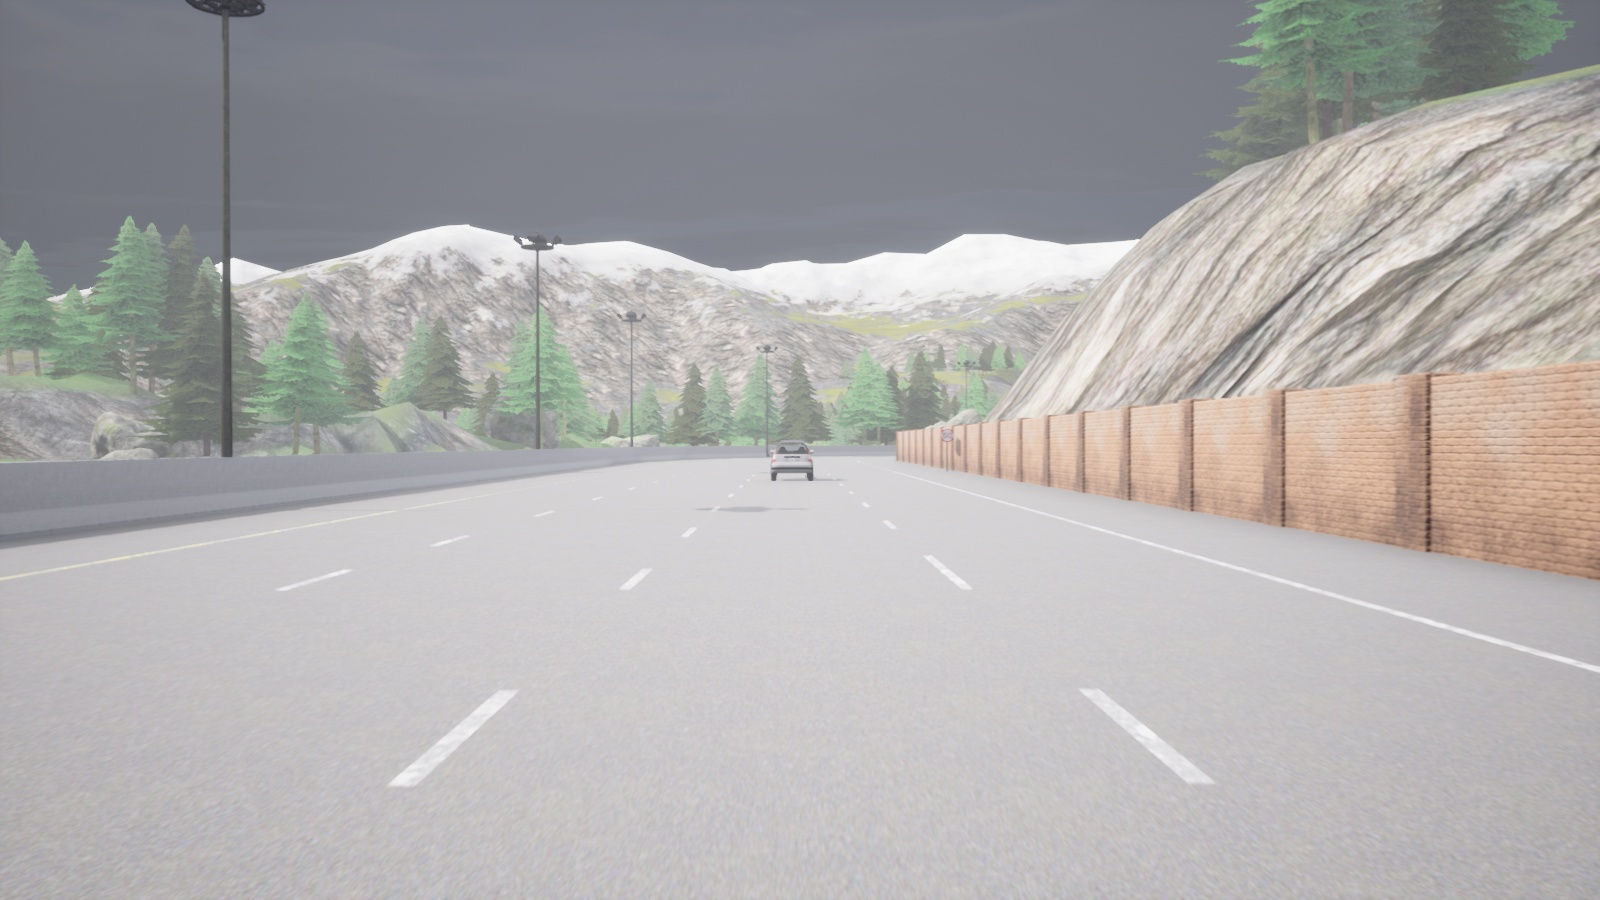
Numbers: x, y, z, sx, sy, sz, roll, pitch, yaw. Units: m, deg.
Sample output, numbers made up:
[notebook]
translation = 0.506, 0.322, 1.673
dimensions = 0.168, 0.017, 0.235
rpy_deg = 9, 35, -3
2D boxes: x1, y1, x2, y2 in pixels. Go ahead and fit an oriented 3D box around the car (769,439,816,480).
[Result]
[car]
translation = -0.315, 0.352, 51.777
dimensions = 1.851, 1.617, 3.988
rpy_deg = 0, 0, 0
